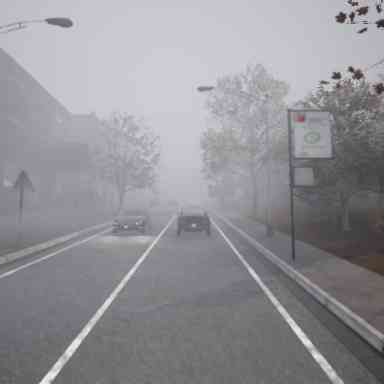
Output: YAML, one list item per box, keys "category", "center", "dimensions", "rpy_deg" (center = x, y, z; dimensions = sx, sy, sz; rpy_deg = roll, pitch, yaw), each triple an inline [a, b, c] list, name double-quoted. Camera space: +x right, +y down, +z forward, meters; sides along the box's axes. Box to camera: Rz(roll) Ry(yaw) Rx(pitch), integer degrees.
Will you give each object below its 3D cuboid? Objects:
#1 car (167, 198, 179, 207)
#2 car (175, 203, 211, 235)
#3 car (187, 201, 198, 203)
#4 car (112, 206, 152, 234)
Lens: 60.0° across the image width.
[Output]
- category: "car"
  center: [-3.541, 1.978, 62.426]
  dimensions: [1.882, 1.535, 5.008]
  rpy_deg: [0, 0, 1]
- category: "car"
  center: [0.092, 1.638, 20.089]
  dimensions: [1.882, 1.535, 5.008]
  rpy_deg: [0, 0, 0]
- category: "car"
  center: [0.083, 1.855, 41.222]
  dimensions: [1.812, 1.442, 4.674]
  rpy_deg: [0, 0, 0]
- category: "car"
  center: [-3.607, 1.671, 20.622]
  dimensions: [1.837, 1.490, 4.892]
  rpy_deg: [0, 0, 0]
